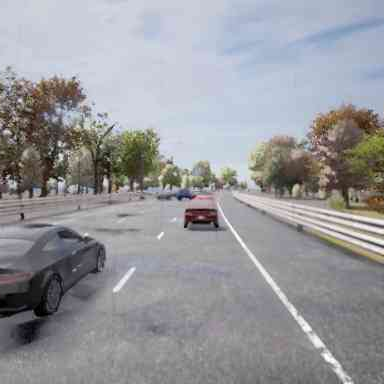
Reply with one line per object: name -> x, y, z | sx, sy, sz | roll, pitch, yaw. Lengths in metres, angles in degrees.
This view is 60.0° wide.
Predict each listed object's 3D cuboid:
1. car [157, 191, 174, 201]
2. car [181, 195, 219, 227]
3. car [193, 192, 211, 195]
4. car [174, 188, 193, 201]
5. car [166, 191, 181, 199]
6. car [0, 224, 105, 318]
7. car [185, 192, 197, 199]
car -> -4.523, 0.644, 54.895 | 2.128, 1.511, 4.902 | 0, 1, 5
car -> 0.570, 1.163, 19.959 | 1.882, 1.535, 5.008 | 0, 1, 2
car -> 1.556, 0.730, 40.075 | 2.097, 1.767, 4.553 | 0, 1, 3
car -> -1.063, 0.386, 54.253 | 2.150, 2.045, 5.566 | 0, 1, 5
car -> -3.624, 0.492, 65.241 | 2.128, 1.511, 4.902 | 0, 1, 6
car -> -3.279, 1.408, 7.084 | 1.812, 1.442, 4.674 | 0, 1, 1
car -> -0.135, 0.620, 64.953 | 1.895, 1.301, 4.718 | 0, 1, 6
